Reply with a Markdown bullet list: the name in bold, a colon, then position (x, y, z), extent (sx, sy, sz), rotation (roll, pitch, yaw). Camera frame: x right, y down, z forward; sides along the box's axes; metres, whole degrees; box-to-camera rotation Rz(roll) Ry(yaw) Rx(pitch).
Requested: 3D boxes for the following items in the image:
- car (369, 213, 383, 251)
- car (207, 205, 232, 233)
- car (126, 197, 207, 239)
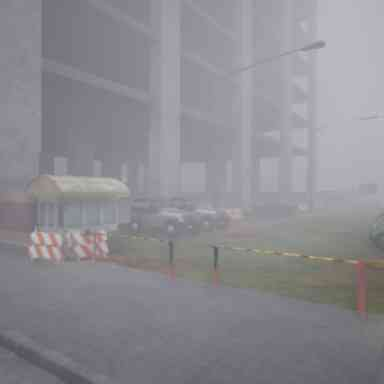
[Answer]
- **car**: position (8.707, 1.396, 12.000), extent (3.988, 1.617, 1.851), rotation (0, 0, 36)
- **car**: position (0.229, 1.218, 19.115), extent (3.866, 1.878, 1.905), rotation (0, 0, 36)
- **car**: position (-1.499, 1.207, 16.735), extent (3.866, 1.878, 1.905), rotation (0, 0, 36)
